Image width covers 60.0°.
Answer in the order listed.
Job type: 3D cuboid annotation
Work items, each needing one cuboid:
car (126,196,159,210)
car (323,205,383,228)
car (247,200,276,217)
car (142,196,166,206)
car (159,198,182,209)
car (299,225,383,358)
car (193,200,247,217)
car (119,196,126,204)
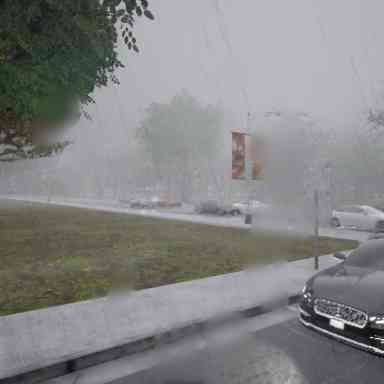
[{"bbox_3d":[-6.514,1.500,43.431,1.812,1.442,4.674,0,0,-35],"label":"car"},{"bbox_3d":[10.216,1.521,19.922,1.812,1.442,4.674,0,0,-36],"label":"car"},{"bbox_3d":[5.819,1.505,31.699,1.812,1.442,4.674,0,0,-35],"label":"car"},{"bbox_3d":[-6.296,1.490,54.628,1.812,1.442,4.674,0,0,-36],"label":"car"},{"bbox_3d":[-3.321,1.572,44.552,1.895,1.301,4.718,0,0,-35],"label":"car"},{"bbox_3d":[3.906,1.505,5.845,4.892,1.490,1.837,0,0,-36],"label":"car"},{"bbox_3d":[2.276,1.530,31.067,2.033,1.411,5.357,0,0,-35],"label":"car"},{"bbox_3d":[-12.288,1.487,63.041,1.812,1.442,4.674,0,0,-35],"label":"car"}]
